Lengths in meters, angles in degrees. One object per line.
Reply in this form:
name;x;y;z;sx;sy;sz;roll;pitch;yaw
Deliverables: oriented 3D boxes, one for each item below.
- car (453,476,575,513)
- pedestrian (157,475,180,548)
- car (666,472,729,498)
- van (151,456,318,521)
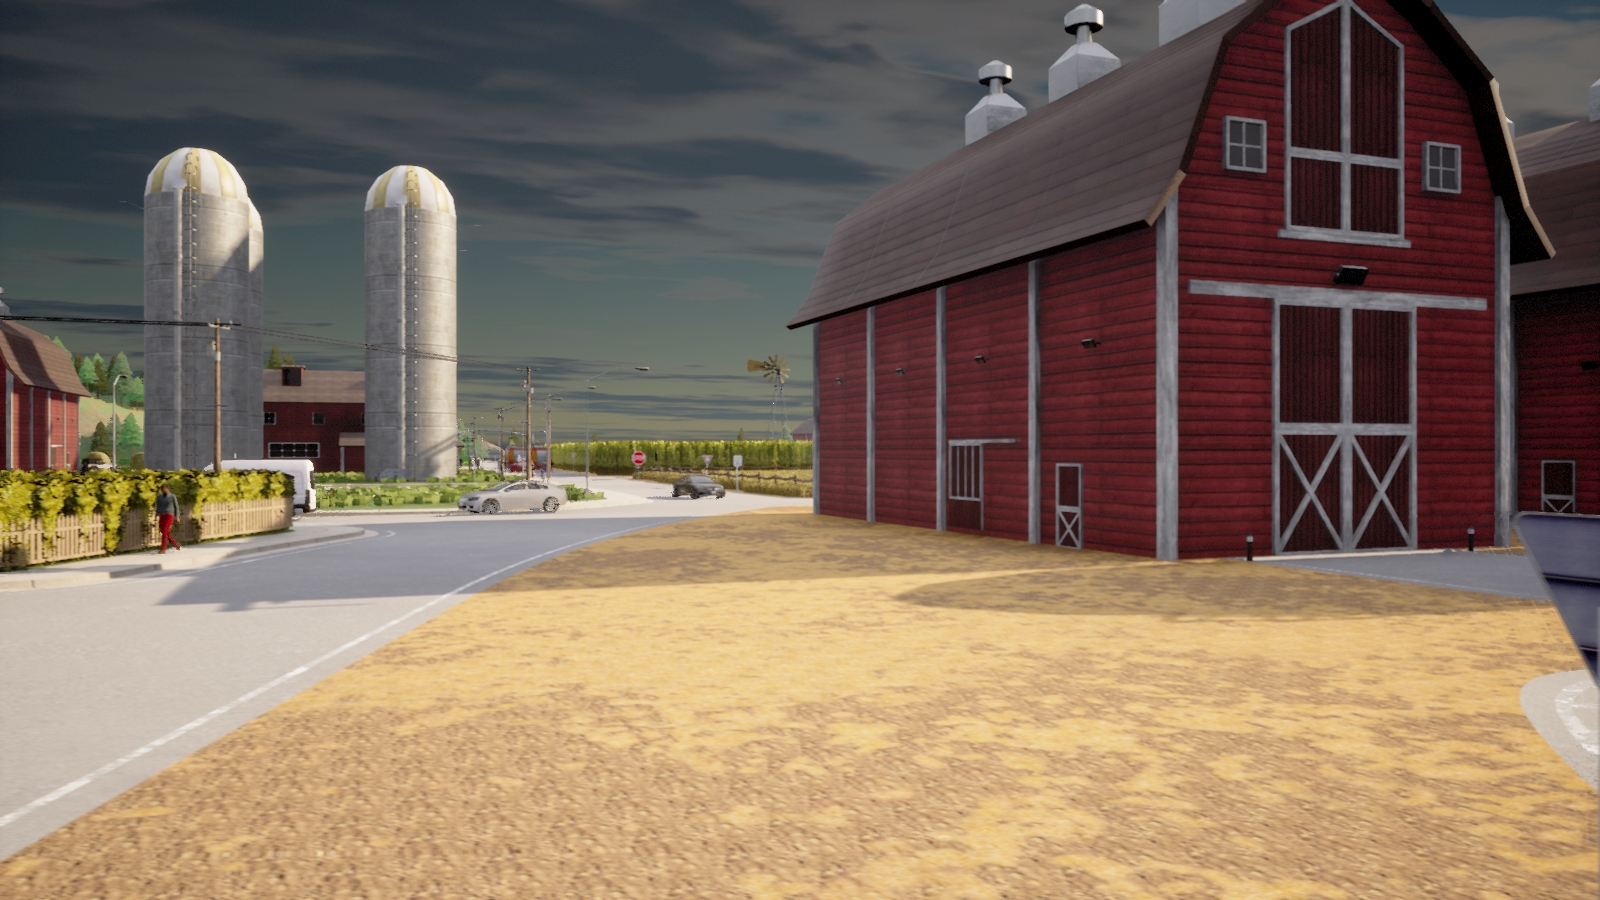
car;-12.964;1.994;51.884;4.902;1.511;2.128;0;0;-36
pedestrian;-16.120;1.565;29.183;0.375;1.860;0.375;0;0;4
car;-6.211;2.085;68.947;2.002;1.442;4.674;0;0;-30
van;-23.255;1.550;47.251;5.915;2.561;1.988;0;0;-17
